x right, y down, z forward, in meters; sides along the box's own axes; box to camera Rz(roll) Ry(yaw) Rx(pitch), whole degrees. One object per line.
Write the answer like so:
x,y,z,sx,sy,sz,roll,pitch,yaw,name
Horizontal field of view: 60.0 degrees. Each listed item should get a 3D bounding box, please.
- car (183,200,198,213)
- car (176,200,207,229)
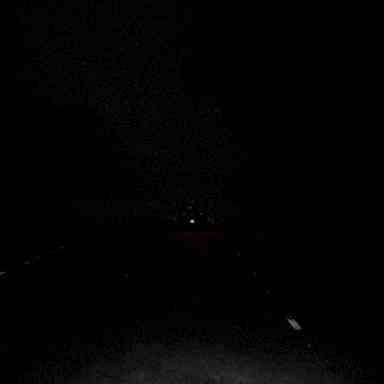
-0.202,1.670,40.586,1.812,1.442,4.674,0,0,-1,car
0.000,1.540,22.108,2.128,1.511,4.902,0,0,0,car
